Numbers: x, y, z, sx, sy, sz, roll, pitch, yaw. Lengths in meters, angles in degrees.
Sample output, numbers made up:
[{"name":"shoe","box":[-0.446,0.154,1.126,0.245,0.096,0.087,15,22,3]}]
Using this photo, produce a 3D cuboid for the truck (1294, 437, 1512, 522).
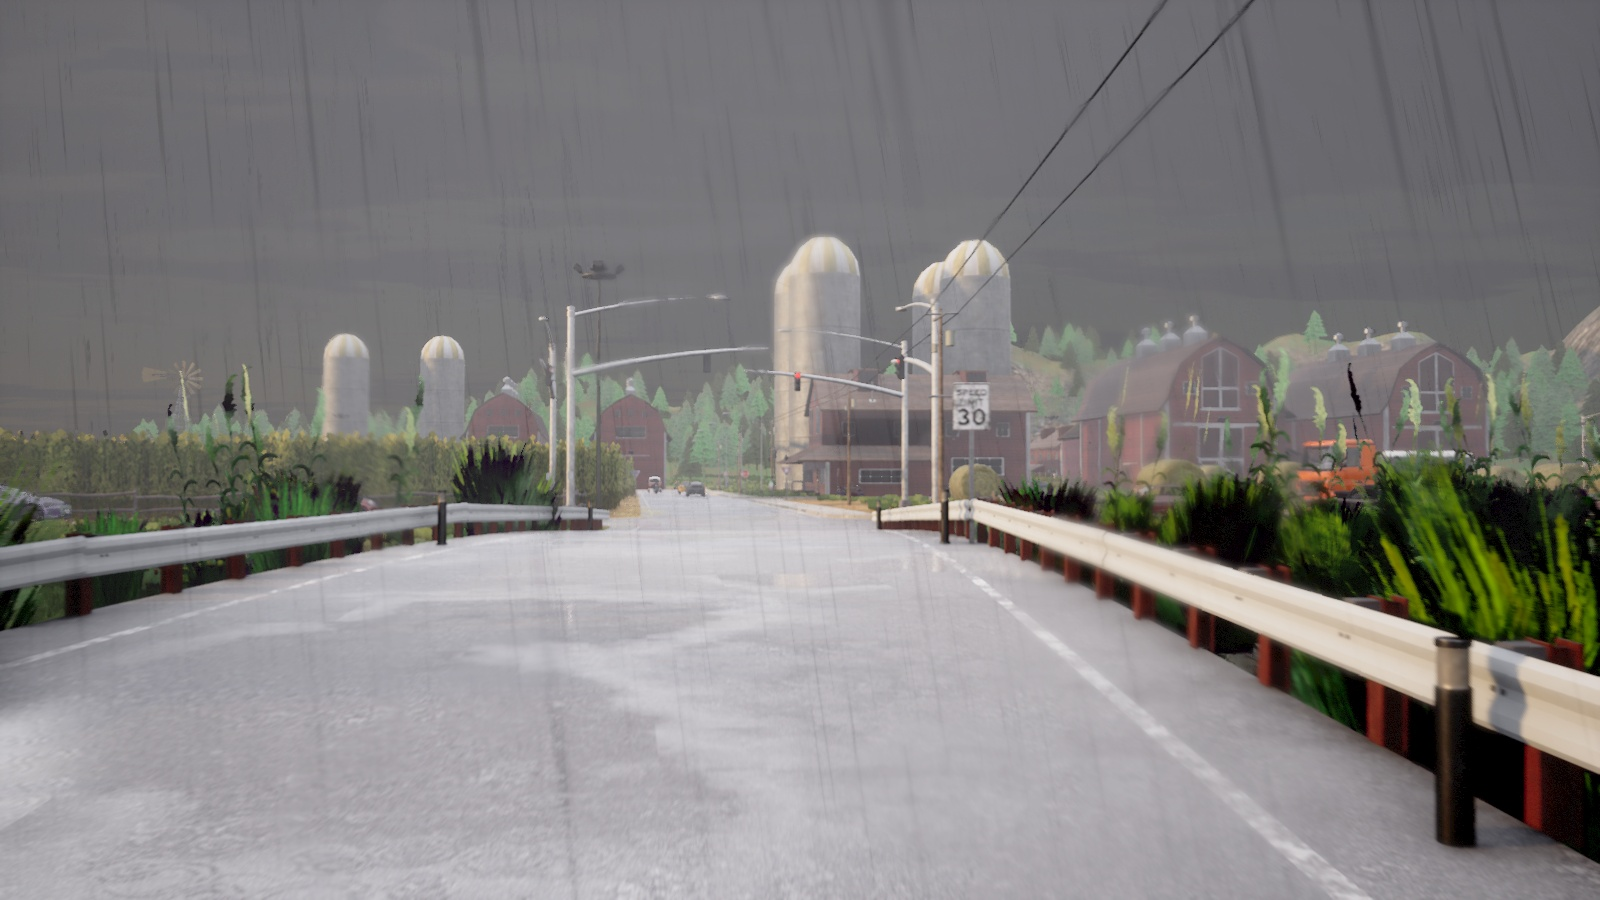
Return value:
[{"name":"truck","box":[25.502,1.261,53.292,7.936,3.462,2.891,0,-1,-5]}]

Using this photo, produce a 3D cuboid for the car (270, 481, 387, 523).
[{"name":"car","box":[-18.553,2.051,49.579,3.988,1.617,1.851,0,-1,-7]}]

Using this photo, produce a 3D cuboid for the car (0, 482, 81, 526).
[{"name":"car","box":[-30.553,2.036,48.038,4.856,1.649,2.033,0,-1,-7]}]

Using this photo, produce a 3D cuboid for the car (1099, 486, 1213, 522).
[{"name":"car","box":[14.828,2.227,52.420,4.193,1.474,1.816,0,-1,-4]}]
